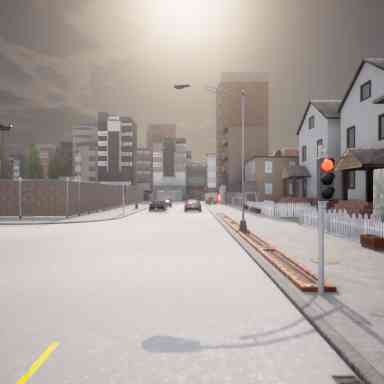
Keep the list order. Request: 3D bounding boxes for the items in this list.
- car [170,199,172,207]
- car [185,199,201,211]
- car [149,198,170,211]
[{"bbox_3d":[-4.078,1.564,50.539,1.994,1.385,4.181,0,0,0],"label":"car"},{"bbox_3d":[0.111,1.564,40.335,1.994,1.385,4.181,0,0,0],"label":"car"},{"bbox_3d":[-4.092,1.601,40.470,1.895,1.301,4.718,0,0,0],"label":"car"}]
